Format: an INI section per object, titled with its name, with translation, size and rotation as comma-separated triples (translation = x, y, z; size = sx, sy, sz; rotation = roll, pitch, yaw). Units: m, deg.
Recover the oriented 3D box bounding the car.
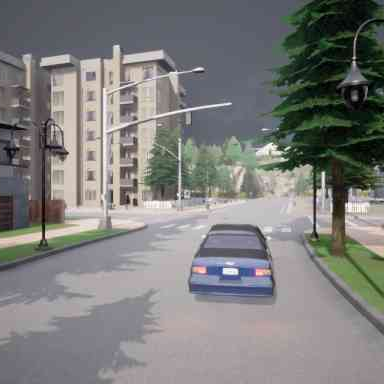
[car]
translation = 1.127, 1.547, 8.766
size = 2.033, 1.411, 5.357
rotation = 0, 0, 9
